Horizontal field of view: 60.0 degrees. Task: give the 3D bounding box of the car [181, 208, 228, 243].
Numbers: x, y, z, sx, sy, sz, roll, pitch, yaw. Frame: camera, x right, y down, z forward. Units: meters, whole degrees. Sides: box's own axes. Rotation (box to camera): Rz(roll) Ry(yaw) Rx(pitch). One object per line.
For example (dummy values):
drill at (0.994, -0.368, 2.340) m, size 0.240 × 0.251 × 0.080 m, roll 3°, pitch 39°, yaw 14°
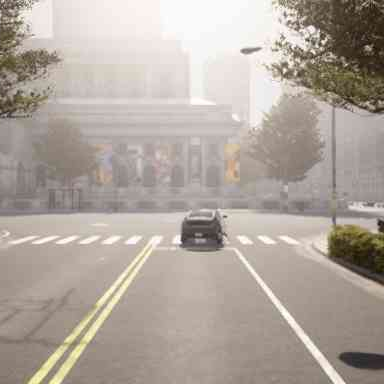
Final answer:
car at (0.664, 1.579, 16.515) m, size 1.837 × 1.490 × 4.892 m, roll -1°, pitch 0°, yaw 9°
